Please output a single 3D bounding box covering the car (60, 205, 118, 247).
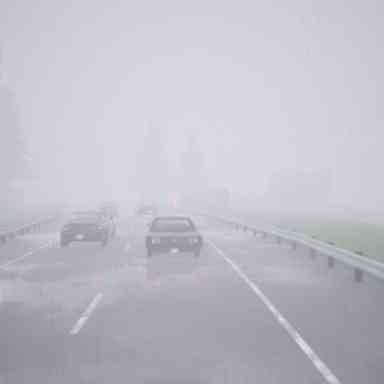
[{"bbox_3d":[-4.607,1.538,15.081,1.812,1.442,4.674,0,0,-7],"label":"car"}]

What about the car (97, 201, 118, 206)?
[{"bbox_3d":[-7.732,1.546,30.428,1.812,1.442,4.674,0,0,-15],"label":"car"}]

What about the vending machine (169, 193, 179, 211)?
[{"bbox_3d":[-2.237,1.200,40.997,1.100,2.100,0.880,0,0,-19],"label":"vending machine"}]

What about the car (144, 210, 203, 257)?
[{"bbox_3d":[-0.802,1.603,12.949,1.895,1.301,4.718,0,0,-6],"label":"car"}]

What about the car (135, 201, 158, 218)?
[{"bbox_3d":[-4.230,1.536,30.871,1.812,1.442,4.674,0,0,-15],"label":"car"}]
